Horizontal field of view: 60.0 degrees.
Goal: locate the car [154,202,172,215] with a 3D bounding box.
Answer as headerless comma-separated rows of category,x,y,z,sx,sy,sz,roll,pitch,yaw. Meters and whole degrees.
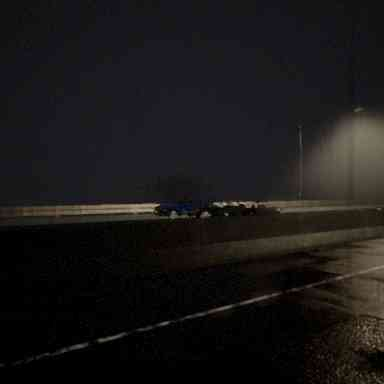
car,-0.504,1.155,24.921,5.008,1.535,1.882,0,0,-35

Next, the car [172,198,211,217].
car,1.503,1.163,22.054,4.902,1.511,2.128,0,0,-35

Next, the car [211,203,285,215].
car,3.509,1.192,19.186,4.181,1.385,1.994,0,0,-35
